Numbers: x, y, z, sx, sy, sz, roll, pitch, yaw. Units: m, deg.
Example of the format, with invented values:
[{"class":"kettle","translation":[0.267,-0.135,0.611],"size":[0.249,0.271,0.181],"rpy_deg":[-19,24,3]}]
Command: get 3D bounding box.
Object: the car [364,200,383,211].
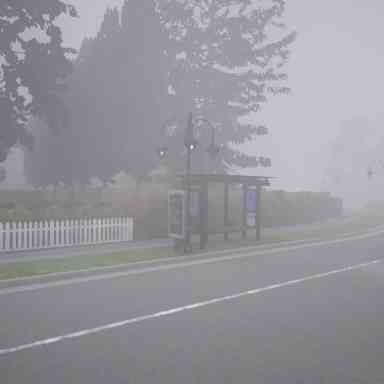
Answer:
[{"class":"car","translation":[24.380,1.787,43.332],"size":[1.994,1.385,4.181],"rpy_deg":[0,-1,-5]}]
